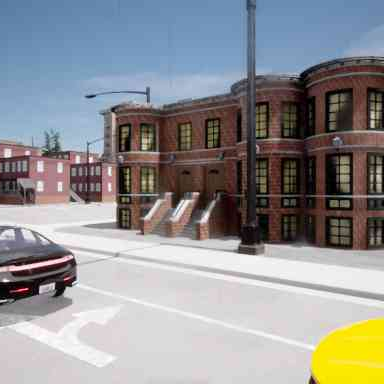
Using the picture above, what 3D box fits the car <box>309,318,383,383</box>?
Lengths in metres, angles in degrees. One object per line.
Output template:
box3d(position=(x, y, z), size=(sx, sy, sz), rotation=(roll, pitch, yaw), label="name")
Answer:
box3d(position=(3.198, 1.478, 1.713), size=(5.008, 1.535, 1.882), rotation=(0, 0, 36), label="car")

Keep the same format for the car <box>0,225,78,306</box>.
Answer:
box3d(position=(-4.569, 1.492, 7.263), size=(4.902, 1.511, 2.128), rotation=(0, 0, 34), label="car")
